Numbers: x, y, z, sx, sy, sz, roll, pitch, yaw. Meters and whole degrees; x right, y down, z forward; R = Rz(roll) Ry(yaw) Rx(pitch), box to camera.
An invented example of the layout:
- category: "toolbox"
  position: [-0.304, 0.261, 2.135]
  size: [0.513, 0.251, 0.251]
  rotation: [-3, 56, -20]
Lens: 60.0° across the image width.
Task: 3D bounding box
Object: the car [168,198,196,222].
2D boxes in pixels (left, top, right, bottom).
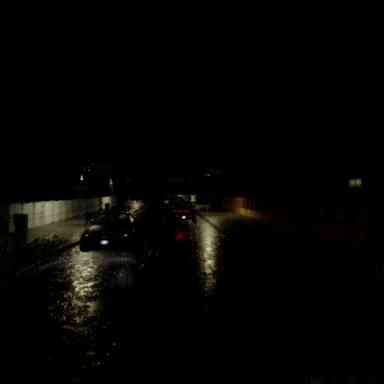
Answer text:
- category: "car"
  position: [-0.707, 1.504, 25.892]
  size: [1.837, 1.490, 4.892]
  rotation: [0, 1, -3]

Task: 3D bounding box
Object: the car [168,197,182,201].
- category: "car"
  position: [-1.936, 1.359, 42.337]
  size: [2.097, 1.767, 4.553]
  rotation: [0, 0, -5]

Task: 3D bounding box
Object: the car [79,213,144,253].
- category: "car"
  position: [-3.111, 1.563, 13.610]
  size: [1.994, 1.385, 4.181]
  rotation: [0, 0, -2]
